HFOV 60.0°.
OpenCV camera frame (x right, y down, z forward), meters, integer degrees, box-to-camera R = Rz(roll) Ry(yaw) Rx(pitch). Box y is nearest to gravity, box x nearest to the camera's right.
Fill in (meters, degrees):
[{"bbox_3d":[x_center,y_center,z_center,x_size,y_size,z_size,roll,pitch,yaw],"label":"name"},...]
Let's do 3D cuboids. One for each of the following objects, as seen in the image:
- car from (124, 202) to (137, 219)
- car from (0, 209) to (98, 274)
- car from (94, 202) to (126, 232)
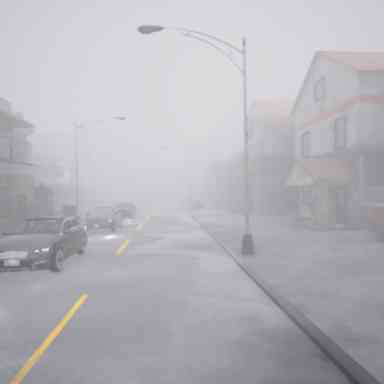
[{"bbox_3d":[-6.291,1.688,31.319,2.033,1.411,5.357,-1,0,-4],"label":"car"},{"bbox_3d":[-4.839,1.585,11.083,2.128,1.511,4.902,-1,0,-4],"label":"car"},{"bbox_3d":[-5.549,1.642,21.011,1.812,1.442,4.674,-1,0,-5],"label":"car"}]
